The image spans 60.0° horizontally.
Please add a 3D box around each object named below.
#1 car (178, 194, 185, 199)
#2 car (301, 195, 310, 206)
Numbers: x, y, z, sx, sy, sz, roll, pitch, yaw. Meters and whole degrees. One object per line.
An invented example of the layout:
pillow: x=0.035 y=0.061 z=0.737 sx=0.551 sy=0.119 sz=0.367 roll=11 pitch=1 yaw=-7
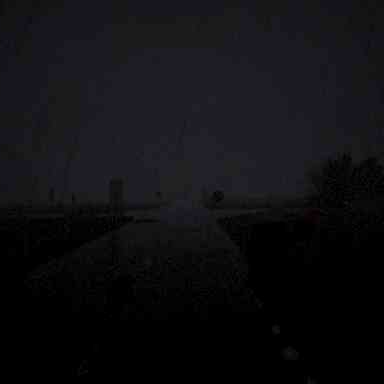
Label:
car: x=-2.719 y=1.218 z=87.067 sx=2.033 sy=1.411 sz=5.357 roll=0 pitch=0 yaw=0
car: x=13.929 y=1.043 z=34.958 sx=4.553 sy=1.767 sz=2.097 roll=-1 pitch=1 yaw=1
